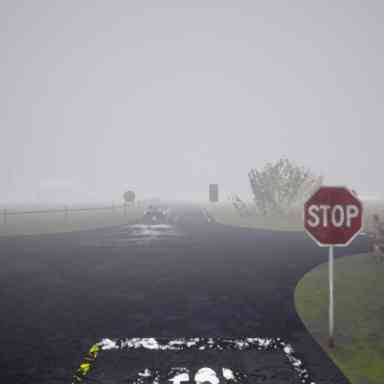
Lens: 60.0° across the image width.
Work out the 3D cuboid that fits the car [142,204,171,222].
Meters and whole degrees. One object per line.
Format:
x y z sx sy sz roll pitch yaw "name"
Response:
-2.758 1.621 26.551 1.895 1.301 4.718 0 0 0 "car"
